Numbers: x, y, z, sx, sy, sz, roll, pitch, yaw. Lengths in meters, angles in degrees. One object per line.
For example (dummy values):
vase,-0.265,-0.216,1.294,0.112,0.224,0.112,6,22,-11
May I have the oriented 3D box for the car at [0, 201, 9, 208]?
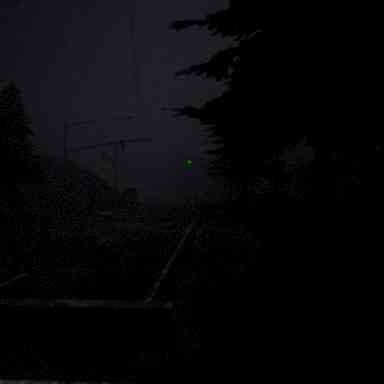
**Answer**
car,-23.244,1.591,37.827,4.718,1.301,1.895,0,0,4
